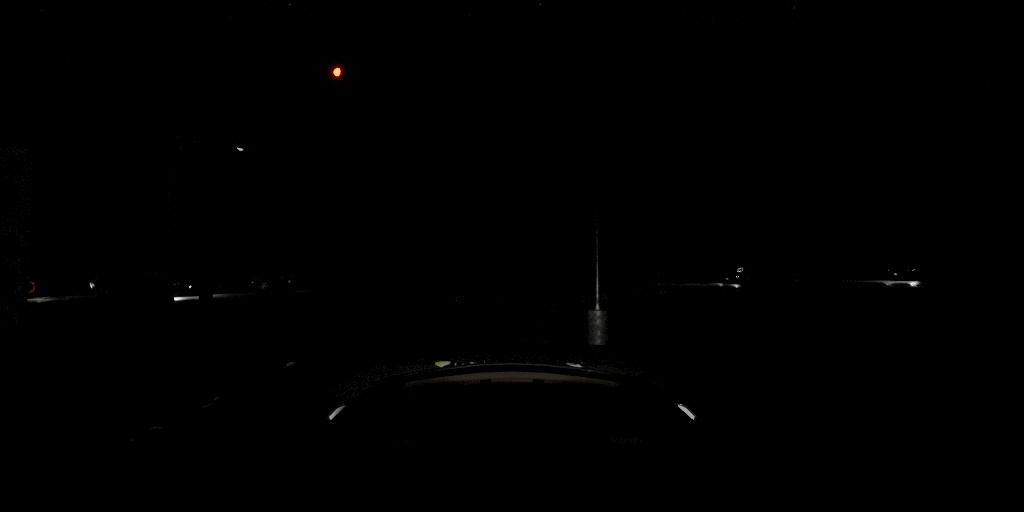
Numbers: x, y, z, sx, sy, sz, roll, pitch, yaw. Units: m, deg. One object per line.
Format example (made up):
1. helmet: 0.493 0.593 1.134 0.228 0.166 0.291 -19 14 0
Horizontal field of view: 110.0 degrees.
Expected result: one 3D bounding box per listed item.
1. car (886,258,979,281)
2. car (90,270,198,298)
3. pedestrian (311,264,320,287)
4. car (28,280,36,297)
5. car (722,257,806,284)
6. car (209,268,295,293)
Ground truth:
1. car: 27.379 0.871 23.400 4.674 1.442 1.812 -1 -2 1
2. car: -20.222 1.495 19.822 4.892 1.490 1.837 -1 -2 0
3. pedestrian: -15.056 1.466 27.412 0.375 1.860 0.375 0 -1 0
4. car: -29.646 1.582 19.850 5.008 1.535 1.882 -1 -2 0
5. car: 16.284 0.875 23.435 4.553 1.767 2.097 -1 -2 0
6. car: -17.057 1.559 23.513 5.008 1.535 1.882 -1 -2 0
